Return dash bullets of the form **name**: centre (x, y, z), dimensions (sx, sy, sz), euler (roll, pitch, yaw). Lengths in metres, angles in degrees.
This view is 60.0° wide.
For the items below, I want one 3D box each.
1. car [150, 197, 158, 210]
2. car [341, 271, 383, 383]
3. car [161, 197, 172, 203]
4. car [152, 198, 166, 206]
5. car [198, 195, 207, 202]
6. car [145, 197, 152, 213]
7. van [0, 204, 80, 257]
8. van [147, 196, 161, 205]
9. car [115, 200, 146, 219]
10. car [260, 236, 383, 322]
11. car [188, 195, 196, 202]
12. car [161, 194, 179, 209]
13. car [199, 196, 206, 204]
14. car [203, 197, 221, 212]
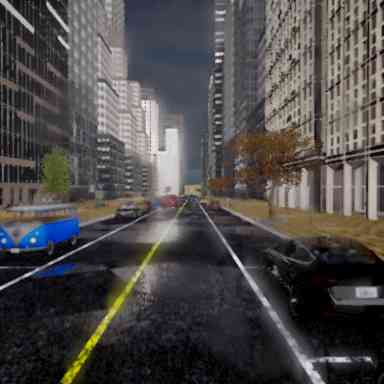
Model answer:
- **car**: centre (-5.698, 1.656, 40.940), dimensions (1.887, 1.381, 4.507), euler (-1, 0, 0)
- **car**: centre (2.680, 1.569, 1.563), dimensions (1.947, 1.339, 4.313), euler (-1, 0, 0)
- **car**: centre (-5.696, 1.783, 74.689), dimensions (2.008, 1.369, 4.403), euler (-1, 0, 0)
- **car**: centre (-5.697, 1.714, 57.814), dimensions (1.887, 1.381, 4.507), euler (-1, 0, 0)
- **car**: centre (2.683, 1.716, 85.939), dimensions (1.967, 1.590, 4.097), euler (-1, 0, 0)
- **car**: centre (-5.699, 1.618, 35.145), dimensions (1.752, 1.417, 4.829), euler (-1, 0, 0)
- **van**: centre (-5.703, 1.372, 12.815), dimensions (1.690, 1.788, 3.998), euler (-1, 0, 0)
- **van**: centre (-5.701, 1.472, 46.564), dimensions (1.690, 1.788, 3.998), euler (-1, 0, 0)
- **car**: centre (-5.698, 1.627, 29.689), dimensions (2.008, 1.369, 4.403), euler (-1, 0, 0)
- **car**: centre (2.681, 1.582, 7.188), dimensions (1.947, 1.339, 4.313), euler (-1, 0, 0)
- **car**: centre (0.007, 1.698, 83.688), dimensions (1.812, 1.442, 4.674), euler (0, 0, 0)
- **car**: centre (-3.074, 1.355, 47.774), dimensions (2.150, 2.045, 5.566), euler (0, 0, 0)
- **car**: centre (2.356, 1.659, 67.004), dimensions (1.801, 1.575, 5.366), euler (0, 0, 0)
- **car**: centre (2.683, 1.692, 40.939), dimensions (1.802, 1.307, 4.206), euler (-1, 0, 0)
